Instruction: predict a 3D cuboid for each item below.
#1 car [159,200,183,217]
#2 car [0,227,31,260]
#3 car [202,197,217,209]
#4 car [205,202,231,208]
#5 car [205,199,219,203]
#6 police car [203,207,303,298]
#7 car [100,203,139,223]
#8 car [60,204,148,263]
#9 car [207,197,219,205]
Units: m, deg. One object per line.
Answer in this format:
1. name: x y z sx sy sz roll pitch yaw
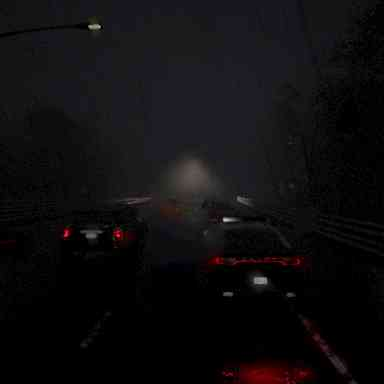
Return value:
1. car: -1.920 1.482 31.835 1.882 1.535 5.008 0 0 4
2. car: -6.551 1.524 9.632 1.812 1.442 4.674 0 0 2
3. car: 2.448 1.580 45.157 1.994 1.385 4.181 0 0 6
4. car: 1.756 1.526 18.446 1.812 1.442 4.674 0 0 3
5. car: 2.063 1.508 24.362 1.837 1.490 4.892 0 0 3
6. police car: 1.348 1.424 8.689 1.930 1.638 5.238 0 0 2
7. car: -5.729 1.602 26.954 1.895 1.301 4.718 0 0 3
8. car: -2.950 1.349 12.127 2.097 1.767 4.553 0 0 2
9. car: 3.866 1.581 60.718 2.033 1.411 5.357 0 0 6
